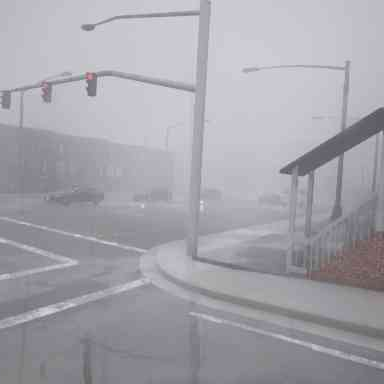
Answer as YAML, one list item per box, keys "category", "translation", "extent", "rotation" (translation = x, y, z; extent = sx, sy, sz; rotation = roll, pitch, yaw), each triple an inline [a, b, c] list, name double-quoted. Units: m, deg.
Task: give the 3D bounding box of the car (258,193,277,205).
- category: "car"
  translation: [9.695, 0.787, 40.734]
  extent: [1.994, 1.385, 4.181]
  rotation: [5, 3, 36]

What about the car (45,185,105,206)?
- category: "car"
  translation: [-9.282, 0.228, 26.668]
  extent: [2.128, 1.511, 4.902]
  rotation: [5, 3, 36]

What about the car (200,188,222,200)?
- category: "car"
  translation: [1.999, 0.247, 42.296]
  extent: [1.837, 1.490, 4.892]
  rotation: [5, 3, 36]

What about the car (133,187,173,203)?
- category: "car"
  translation: [-3.939, 0.244, 34.082]
  extent: [1.837, 1.490, 4.892]
  rotation: [5, 3, 36]

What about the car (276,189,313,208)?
- category: "car"
  translation: [12.085, 0.680, 38.035]
  extent: [2.150, 2.045, 5.566]
  rotation: [5, 3, 36]
